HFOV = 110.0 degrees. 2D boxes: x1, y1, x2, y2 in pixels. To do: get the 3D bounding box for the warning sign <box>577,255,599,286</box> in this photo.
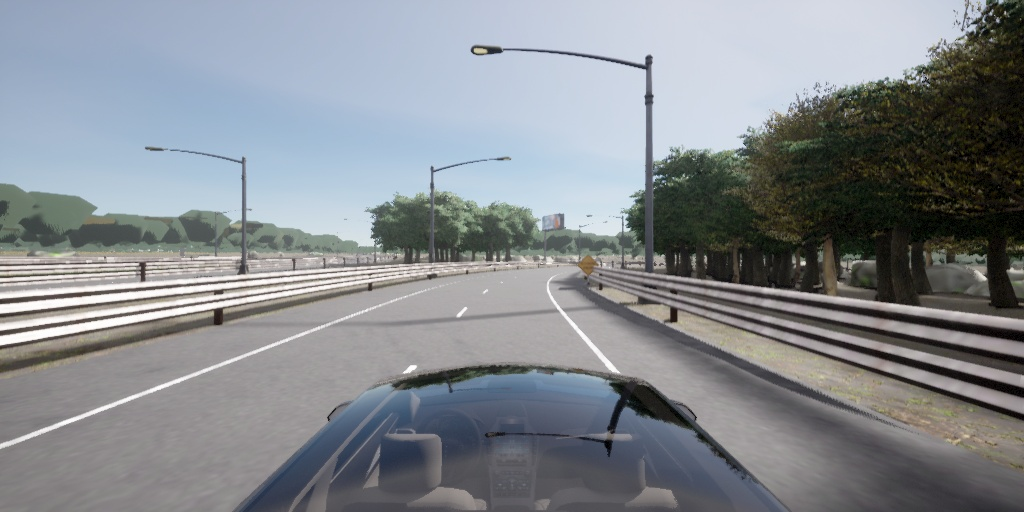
[{"bbox_3d":[4.618,0.851,21.673,1.300,1.860,1.060,0,0,5],"label":"warning sign"}]
